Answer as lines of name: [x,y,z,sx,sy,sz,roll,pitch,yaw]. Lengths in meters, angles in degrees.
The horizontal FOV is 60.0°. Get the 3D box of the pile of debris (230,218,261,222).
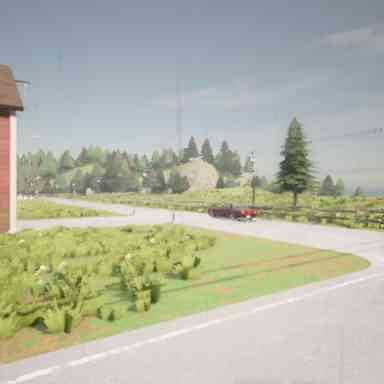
pile of debris: [4.134,2.187,25.863,1.500,0.140,1.860,0,0,-30]

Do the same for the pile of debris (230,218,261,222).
pile of debris: [4.134,2.187,25.863,1.500,0.140,1.860,0,0,-30]

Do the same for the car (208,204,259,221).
car: [3.263,1.610,27.575,1.895,1.301,4.718,0,0,-30]
